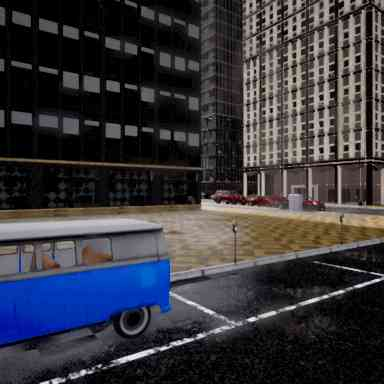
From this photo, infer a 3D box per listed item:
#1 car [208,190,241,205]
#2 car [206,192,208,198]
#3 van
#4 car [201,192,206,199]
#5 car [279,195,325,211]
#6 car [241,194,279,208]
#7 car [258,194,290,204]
[{"bbox_3d":[4.887,0.732,42.690,2.192,1.841,5.009,1,0,-36],"label":"car"},{"bbox_3d":[5.066,0.712,56.827,1.752,1.417,4.829,1,0,-36],"label":"car"},{"bbox_3d":[-2.243,1.341,4.960,3.998,1.788,1.690,0,0,-35],"label":"van"},{"bbox_3d":[1.916,0.648,61.222,1.947,1.339,4.313,1,0,-36],"label":"car"},{"bbox_3d":[11.374,1.071,33.627,1.967,1.590,4.097,1,0,-36],"label":"car"},{"bbox_3d":[8.125,1.106,38.159,1.802,1.307,4.206,1,0,-36],"label":"car"},{"bbox_3d":[11.657,0.986,47.620,1.802,1.307,4.206,1,0,-36],"label":"car"}]
